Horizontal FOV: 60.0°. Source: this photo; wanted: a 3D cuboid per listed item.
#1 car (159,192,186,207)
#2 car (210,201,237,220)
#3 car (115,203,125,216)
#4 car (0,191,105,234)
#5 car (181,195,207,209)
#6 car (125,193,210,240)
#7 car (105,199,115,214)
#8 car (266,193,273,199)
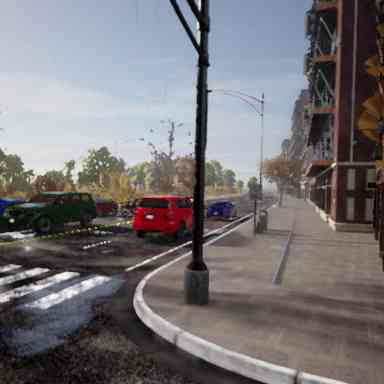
[{"bbox_3d":[-2.495,0.964,44.433,2.097,1.767,4.553,2,1,18],"label":"car"},{"bbox_3d":[2.573,1.467,28.077,1.812,1.442,4.674,2,1,18],"label":"car"},{"bbox_3d":[-4.236,1.232,28.489,1.882,1.535,5.008,2,1,18],"label":"car"},{"bbox_3d":[-7.576,1.006,18.375,2.150,2.045,5.566,2,1,20],"label":"car"},{"bbox_3d":[0.325,1.188,42.596,1.882,1.535,5.008,2,2,18],"label":"car"},{"bbox_3d":[-1.001,1.195,17.277,2.150,2.045,5.566,2,1,19],"label":"car"},{"bbox_3d":[-7.907,1.229,27.727,1.994,1.385,4.181,2,1,19],"label":"car"},{"bbox_3d":[21.574,1.333,92.893,1.895,1.301,4.718,2,1,14],"label":"car"}]
